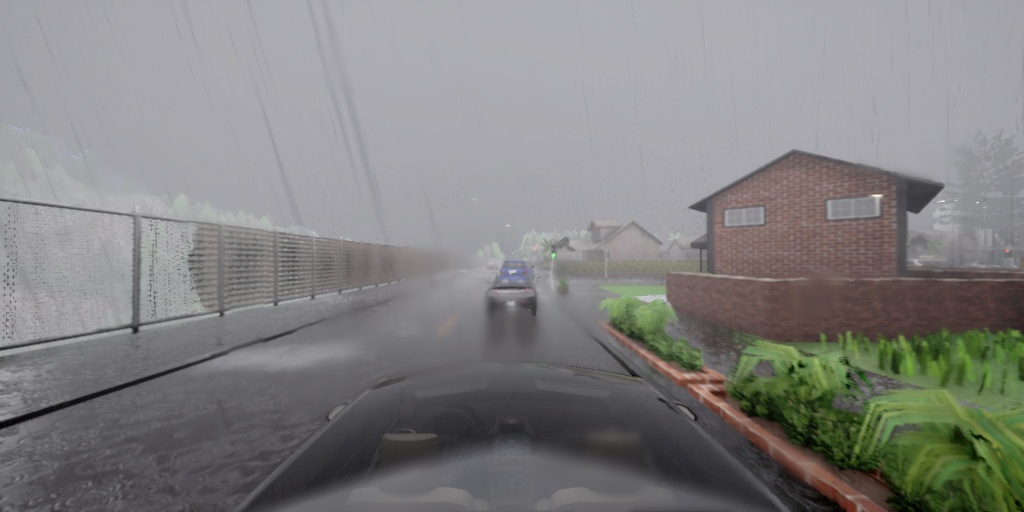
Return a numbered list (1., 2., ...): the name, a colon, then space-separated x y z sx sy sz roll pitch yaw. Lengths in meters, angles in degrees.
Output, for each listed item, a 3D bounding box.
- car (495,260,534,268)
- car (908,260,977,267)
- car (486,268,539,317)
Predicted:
1. car: 0.461 1.339 28.030 2.150 2.045 5.566 0 -1 9
2. car: 39.513 1.419 33.896 5.566 2.045 2.150 0 -1 0
3. car: 0.042 1.415 14.151 2.128 1.511 4.902 0 -1 1
